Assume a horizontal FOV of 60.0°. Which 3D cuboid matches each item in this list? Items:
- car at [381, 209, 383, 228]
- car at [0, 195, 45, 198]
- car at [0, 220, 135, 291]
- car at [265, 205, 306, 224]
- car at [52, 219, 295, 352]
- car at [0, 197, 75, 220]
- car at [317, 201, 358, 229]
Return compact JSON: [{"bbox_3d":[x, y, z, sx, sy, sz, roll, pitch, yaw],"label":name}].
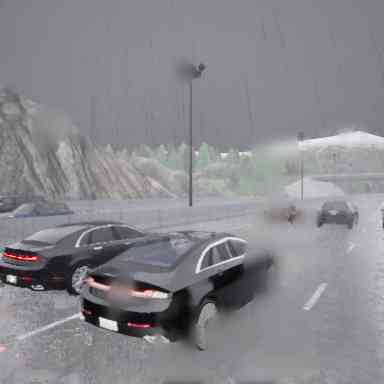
[{"bbox_3d":[13.463,1.512,21.522,1.837,1.490,4.892,0,0,31],"label":"car"},{"bbox_3d":[-11.717,1.229,20.799,2.150,2.045,5.566,0,0,31],"label":"car"},{"bbox_3d":[-2.397,1.509,8.837,1.837,1.490,4.892,0,0,32],"label":"car"},{"bbox_3d":[6.949,1.608,24.270,1.895,1.301,4.718,0,0,31],"label":"car"},{"bbox_3d":[0.191,1.494,6.362,2.128,1.511,4.902,0,0,32],"label":"car"},{"bbox_3d":[-8.871,1.359,18.737,2.097,1.767,4.553,0,0,31],"label":"car"},{"bbox_3d":[9.827,1.359,22.270,2.097,1.767,4.553,0,0,31],"label":"car"}]
